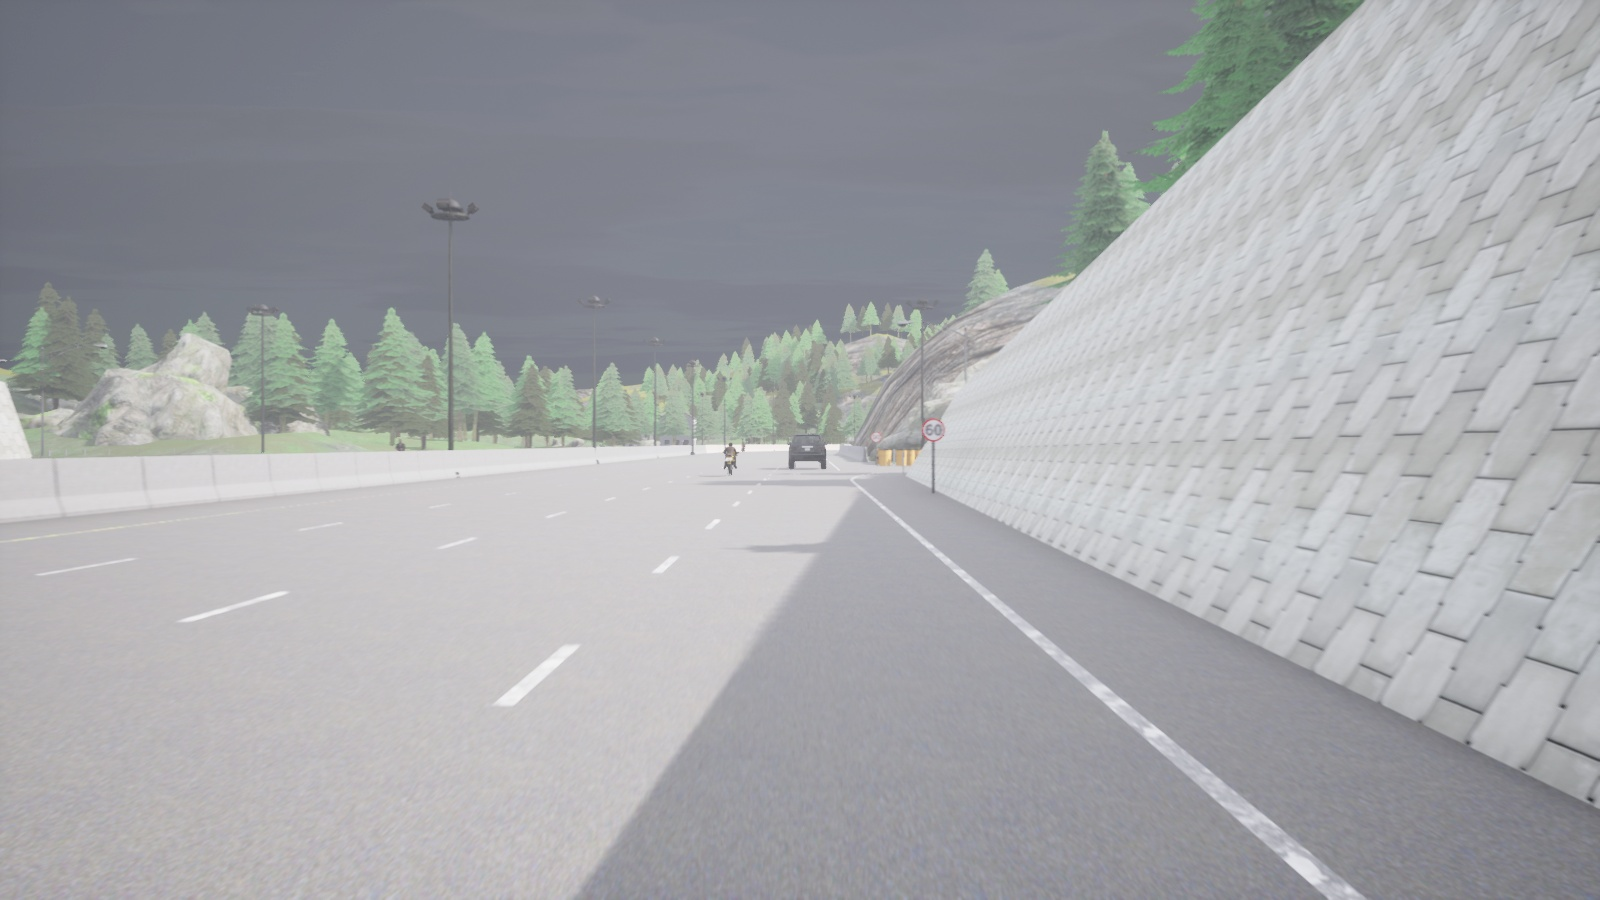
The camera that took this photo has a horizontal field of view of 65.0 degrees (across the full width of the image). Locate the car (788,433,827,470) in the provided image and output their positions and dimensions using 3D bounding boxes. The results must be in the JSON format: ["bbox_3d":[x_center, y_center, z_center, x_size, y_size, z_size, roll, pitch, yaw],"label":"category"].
[{"bbox_3d":[0.432,0.057,73.269,2.150,2.045,5.566,0,0,0],"label":"car"}]

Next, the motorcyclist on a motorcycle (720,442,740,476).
[{"bbox_3d":[-3.160,0.408,57.093,0.797,1.523,2.044,0,0,0],"label":"motorcyclist on a motorcycle"}]
